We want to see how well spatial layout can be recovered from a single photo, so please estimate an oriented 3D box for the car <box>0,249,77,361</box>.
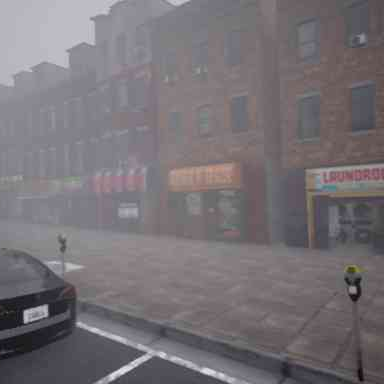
[{"bbox_3d":[-3.686,1.609,5.477,4.313,1.339,1.947,0,-2,36],"label":"car"}]
